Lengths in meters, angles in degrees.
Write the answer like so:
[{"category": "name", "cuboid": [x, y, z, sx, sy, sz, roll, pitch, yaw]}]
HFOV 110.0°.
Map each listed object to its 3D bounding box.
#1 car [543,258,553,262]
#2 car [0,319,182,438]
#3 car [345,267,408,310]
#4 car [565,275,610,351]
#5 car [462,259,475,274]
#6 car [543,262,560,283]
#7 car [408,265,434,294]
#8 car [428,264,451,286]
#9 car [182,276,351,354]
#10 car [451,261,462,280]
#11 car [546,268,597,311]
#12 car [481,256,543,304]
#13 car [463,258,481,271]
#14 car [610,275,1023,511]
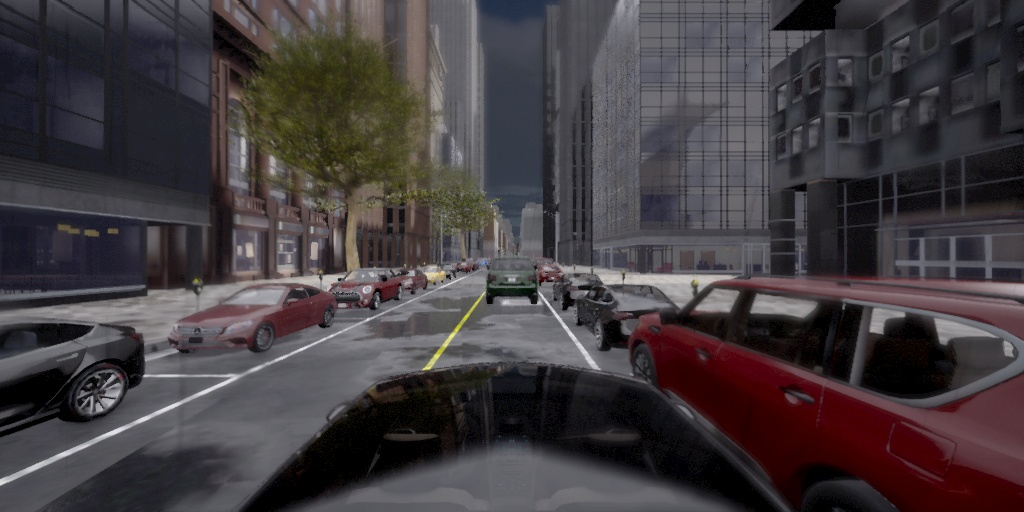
[{"category": "car", "cuboid": [2.668, 1.093, 31.299, 2.192, 1.841, 5.009, 0, 0, 0]}, {"category": "car", "cuboid": [-5.858, 1.314, 3.109, 1.948, 1.339, 4.313, 0, 0, 0]}, {"category": "car", "cuboid": [-5.858, 1.196, 14.387, 1.967, 1.591, 4.097, 0, 0, 0]}, {"category": "car", "cuboid": [2.668, 1.318, 8.744, 1.948, 1.339, 4.313, 0, 0, 0]}, {"category": "car", "cuboid": [-5.858, 1.345, 42.584, 1.888, 1.381, 4.507, 0, 0, 0]}, {"category": "car", "cuboid": [2.667, 1.315, 25.659, 1.888, 1.381, 4.507, 0, 0, 0]}, {"category": "car", "cuboid": [-5.858, 1.344, 20.026, 1.802, 1.307, 4.207, 0, 0, 0]}, {"category": "car", "cuboid": [-5.858, 1.295, 25.495, 1.751, 1.417, 4.829, 0, 0, 0]}, {"category": "car", "cuboid": [-5.858, 1.334, 8.748, 1.802, 1.307, 4.207, 0, 0, 0]}, {"category": "car", "cuboid": [-5.858, 1.345, 31.305, 1.948, 1.339, 4.313, 0, 0, 0]}, {"category": "car", "cuboid": [2.668, 1.321, 14.382, 1.948, 1.339, 4.313, 0, 0, 0]}, {"category": "car", "cuboid": [0.000, 1.017, 16.531, 2.150, 2.045, 5.566, 0, 0, 0]}, {"category": "car", "cuboid": [-5.858, 1.125, 48.224, 2.192, 1.841, 5.009, 0, 0, 0]}, {"category": "car", "cuboid": [2.668, 1.063, 3.106, 2.192, 1.841, 5.009, 0, 0, 0]}]
